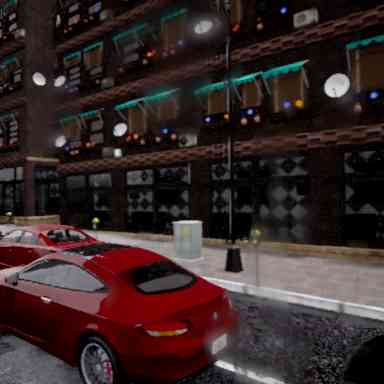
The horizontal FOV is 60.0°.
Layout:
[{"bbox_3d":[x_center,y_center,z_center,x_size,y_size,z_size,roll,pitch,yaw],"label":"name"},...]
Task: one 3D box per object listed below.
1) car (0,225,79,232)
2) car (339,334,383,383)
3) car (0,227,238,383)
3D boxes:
[{"bbox_3d":[-4.157,1.560,9.104,4.507,1.381,1.887,0,-2,36],"label":"car"},{"bbox_3d":[3.313,1.514,1.586,4.892,1.490,1.837,0,0,36],"label":"car"},{"bbox_3d":[-1.565,1.535,5.082,4.674,1.442,1.812,0,0,36],"label":"car"}]
